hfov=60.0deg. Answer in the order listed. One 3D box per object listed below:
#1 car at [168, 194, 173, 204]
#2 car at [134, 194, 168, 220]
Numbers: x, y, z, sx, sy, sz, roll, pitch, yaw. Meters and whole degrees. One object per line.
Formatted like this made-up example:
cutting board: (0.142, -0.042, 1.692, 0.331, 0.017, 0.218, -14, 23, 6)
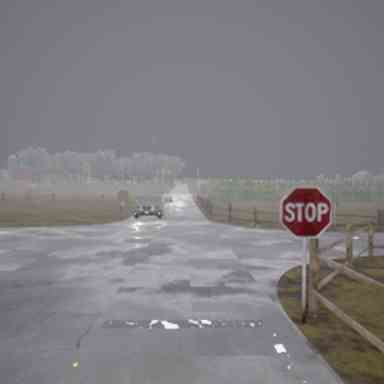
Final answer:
car: (-4.066, 1.086, 53.425, 1.812, 1.442, 4.674, 0, 1, -1)
car: (-3.458, 1.175, 28.000, 2.150, 2.045, 5.566, 0, 1, -1)
